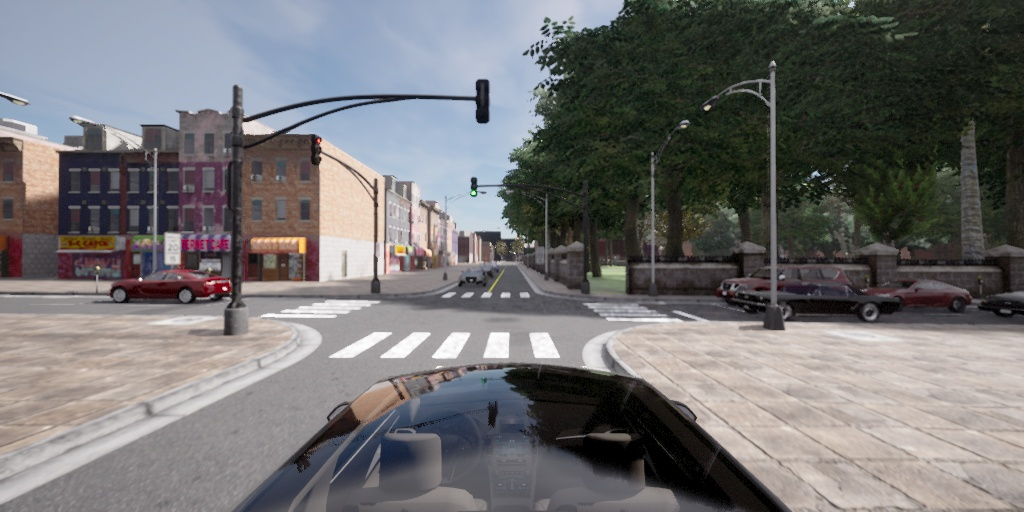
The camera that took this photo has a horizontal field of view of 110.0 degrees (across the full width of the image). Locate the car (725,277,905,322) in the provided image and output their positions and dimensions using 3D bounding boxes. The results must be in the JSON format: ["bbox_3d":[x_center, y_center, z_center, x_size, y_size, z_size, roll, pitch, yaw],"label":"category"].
[{"bbox_3d":[10.759,1.584,13.023,4.718,1.301,1.895,1,0,2],"label":"car"}]

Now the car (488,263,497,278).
[{"bbox_3d":[-2.869,1.574,38.557,1.837,1.490,4.892,0,-1,0],"label":"car"}]

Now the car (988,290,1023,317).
[{"bbox_3d":[20.493,1.643,12.947,5.357,1.411,2.033,1,0,0],"label":"car"}]

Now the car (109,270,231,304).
[{"bbox_3d":[-14.723,1.274,15.586,4.507,1.381,1.888,0,0,0],"label":"car"}]

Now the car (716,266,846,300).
[{"bbox_3d":[11.704,1.326,15.507,5.009,1.841,2.192,0,0,0],"label":"car"}]

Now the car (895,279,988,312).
[{"bbox_3d":[17.153,1.657,15.490,4.207,1.307,1.802,0,0,0],"label":"car"}]

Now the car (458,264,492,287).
[{"bbox_3d":[-2.862,1.539,27.131,1.994,1.385,4.181,0,0,0],"label":"car"}]

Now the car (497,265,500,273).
[{"bbox_3d":[-2.856,1.694,51.730,1.812,1.442,4.674,0,-1,0],"label":"car"}]
